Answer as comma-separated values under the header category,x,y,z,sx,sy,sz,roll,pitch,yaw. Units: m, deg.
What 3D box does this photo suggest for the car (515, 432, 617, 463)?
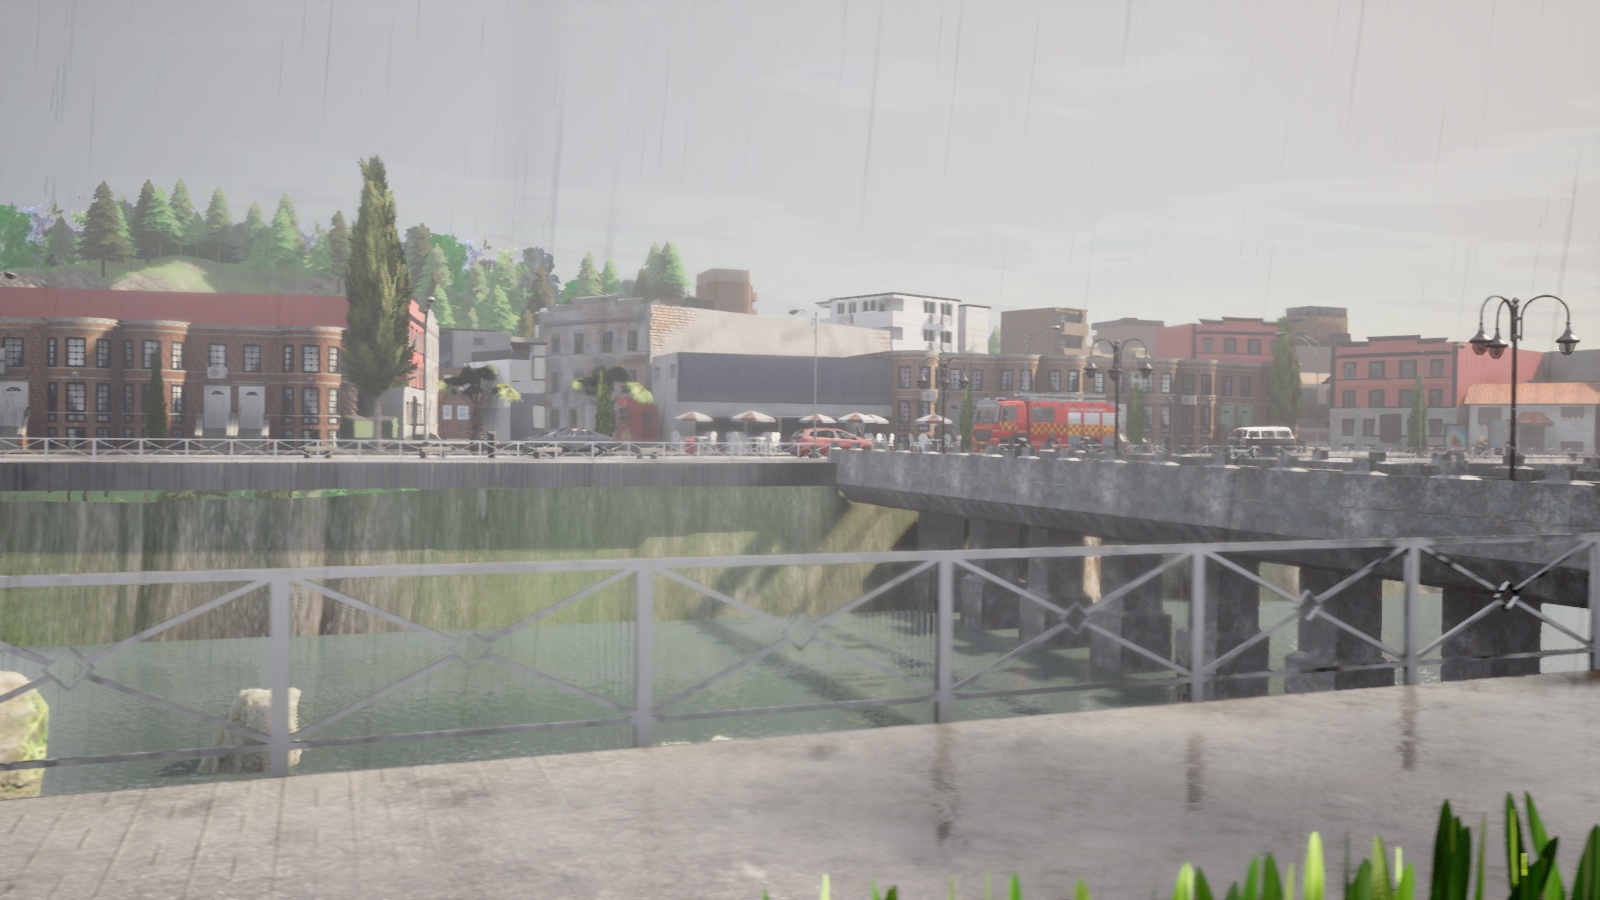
category,x,y,z,sx,sy,sz,roll,pitch,yaw
car,-12.138,-0.174,65.130,4.902,1.511,2.128,-1,1,-21

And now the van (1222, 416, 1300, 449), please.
category,x,y,z,sx,sy,sz,roll,pitch,yaw
van,29.738,-1.119,81.039,4.480,2.038,2.069,-1,1,-21

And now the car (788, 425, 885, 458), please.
category,x,y,z,sx,sy,sz,roll,pitch,yaw
car,1.930,-0.456,66.196,4.611,1.667,2.242,-1,1,-21

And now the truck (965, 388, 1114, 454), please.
category,x,y,z,sx,sy,sz,roll,pitch,yaw
truck,14.369,-1.746,75.189,8.468,3.827,2.891,-1,1,-21
